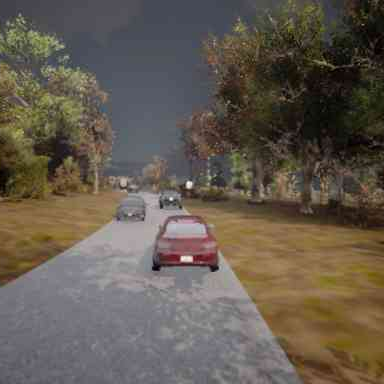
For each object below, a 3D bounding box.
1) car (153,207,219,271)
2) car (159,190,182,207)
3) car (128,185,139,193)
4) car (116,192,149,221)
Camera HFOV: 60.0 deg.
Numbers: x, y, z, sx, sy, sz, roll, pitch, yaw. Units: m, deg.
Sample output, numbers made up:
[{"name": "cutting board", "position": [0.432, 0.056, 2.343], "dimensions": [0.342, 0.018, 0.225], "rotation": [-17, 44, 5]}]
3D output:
[{"name": "car", "position": [-0.225, 1.467, 10.679], "dimensions": [1.812, 1.442, 4.674], "rotation": [1, 1, -2]}, {"name": "car", "position": [-2.203, 0.601, 32.942], "dimensions": [2.097, 1.767, 4.553], "rotation": [1, 2, -8]}, {"name": "car", "position": [-11.217, -0.510, 64.013], "dimensions": [1.882, 1.535, 5.008], "rotation": [2, 1, -14]}, {"name": "car", "position": [-3.999, 1.074, 22.634], "dimensions": [1.837, 1.490, 4.892], "rotation": [2, 2, -5]}]
